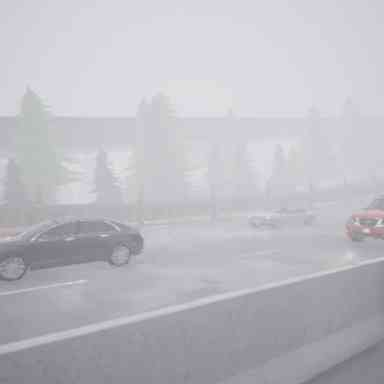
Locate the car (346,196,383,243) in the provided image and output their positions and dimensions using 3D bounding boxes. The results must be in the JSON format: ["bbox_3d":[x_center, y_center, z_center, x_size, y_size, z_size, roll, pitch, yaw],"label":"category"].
[{"bbox_3d":[9.167,1.167,14.744,5.566,2.045,2.150,0,0,-35],"label":"car"}]

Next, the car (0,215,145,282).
[{"bbox_3d":[-3.801,1.498,9.870,4.892,1.490,1.837,0,0,-35],"label":"car"}]

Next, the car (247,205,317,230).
[{"bbox_3d":[5.679,1.534,20.844,4.718,1.301,1.895,-1,1,-35],"label":"car"}]
